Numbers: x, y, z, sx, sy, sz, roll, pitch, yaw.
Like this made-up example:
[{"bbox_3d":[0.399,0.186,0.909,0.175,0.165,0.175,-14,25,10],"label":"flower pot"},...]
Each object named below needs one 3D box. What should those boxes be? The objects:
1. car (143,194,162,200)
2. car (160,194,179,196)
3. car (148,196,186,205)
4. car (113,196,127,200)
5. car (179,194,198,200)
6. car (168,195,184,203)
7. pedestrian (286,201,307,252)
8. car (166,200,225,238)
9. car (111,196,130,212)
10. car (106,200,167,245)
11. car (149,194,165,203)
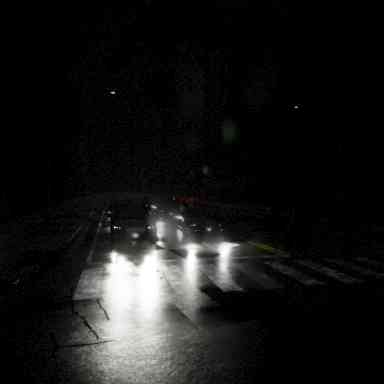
[{"bbox_3d":[-4.517,1.250,36.072,2.033,1.411,5.357,1,0,-14],"label":"car"},{"bbox_3d":[-3.659,1.199,46.924,2.033,1.411,5.357,1,0,-13],"label":"car"},{"bbox_3d":[-2.064,1.290,25.950,1.837,1.490,4.892,1,0,-14],"label":"car"},{"bbox_3d":[-5.123,1.304,24.777,2.033,1.411,5.357,1,0,-14],"label":"car"},{"bbox_3d":[-0.495,1.037,47.609,2.097,1.767,4.553,1,0,-13],"label":"car"},{"bbox_3d":[-2.866,1.200,57.203,1.895,1.301,4.718,1,0,-14],"label":"car"},{"bbox_3d":[3.747,1.216,11.926,0.375,1.860,0.375,1,0,-14],"label":"pedestrian"},{"bbox_3d":[0.166,1.363,16.745,1.837,1.490,4.892,1,0,-14],"label":"car"},{"bbox_3d":[-7.565,1.199,34.868,1.812,1.442,4.674,1,0,-13],"label":"car"},{"bbox_3d":[-2.679,1.326,14.708,2.128,1.511,4.902,1,0,-14],"label":"car"},{"bbox_3d":[-6.016,1.059,56.406,2.128,1.511,4.902,1,0,-14],"label":"car"}]
